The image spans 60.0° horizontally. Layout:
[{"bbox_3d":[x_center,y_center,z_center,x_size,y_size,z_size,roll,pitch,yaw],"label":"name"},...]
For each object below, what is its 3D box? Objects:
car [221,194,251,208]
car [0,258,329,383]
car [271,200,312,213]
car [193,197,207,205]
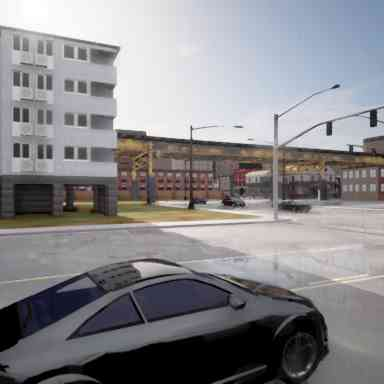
[{"bbox_3d":[5.962,1.505,48.220,1.837,1.490,4.892,0,0,-25],"label":"car"},{"bbox_3d":[-0.303,1.564,4.109,4.181,1.385,1.994,0,0,-30],"label":"car"},{"bbox_3d":[11.122,1.601,37.321,1.895,1.301,4.718,0,0,-26],"label":"car"},{"bbox_3d":[1.271,1.547,59.602,2.033,1.411,5.357,0,0,-10],"label":"car"}]
